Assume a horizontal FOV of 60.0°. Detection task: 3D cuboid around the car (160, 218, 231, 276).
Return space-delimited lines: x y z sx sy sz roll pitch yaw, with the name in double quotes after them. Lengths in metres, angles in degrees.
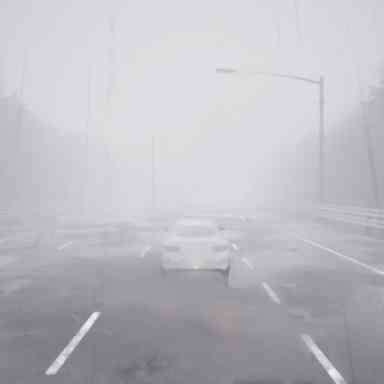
0.071 1.515 10.151 1.812 1.442 4.674 0 0 -1 "car"
